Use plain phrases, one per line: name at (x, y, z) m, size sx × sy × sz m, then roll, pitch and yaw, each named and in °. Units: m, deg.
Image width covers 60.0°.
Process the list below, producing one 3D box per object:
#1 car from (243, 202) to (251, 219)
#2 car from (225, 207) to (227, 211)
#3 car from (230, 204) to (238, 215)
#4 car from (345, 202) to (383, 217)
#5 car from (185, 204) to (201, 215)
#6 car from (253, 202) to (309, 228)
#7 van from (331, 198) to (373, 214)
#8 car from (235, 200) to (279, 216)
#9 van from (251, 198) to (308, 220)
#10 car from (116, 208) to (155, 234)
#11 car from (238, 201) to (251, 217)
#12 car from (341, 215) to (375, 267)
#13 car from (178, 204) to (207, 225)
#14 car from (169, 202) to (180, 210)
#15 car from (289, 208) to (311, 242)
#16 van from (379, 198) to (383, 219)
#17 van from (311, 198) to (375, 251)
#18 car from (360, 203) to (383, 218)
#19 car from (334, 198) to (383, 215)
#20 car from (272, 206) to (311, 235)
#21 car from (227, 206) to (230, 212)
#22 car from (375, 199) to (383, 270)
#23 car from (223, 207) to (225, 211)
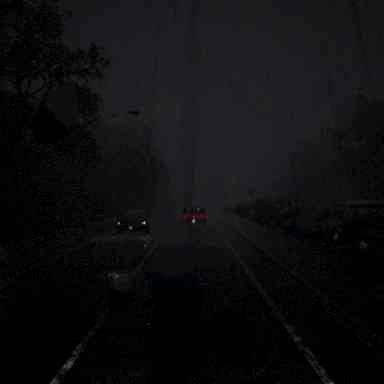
car at (7.108, 1.815, 28.680) m, size 4.674 × 1.452 × 2.002 m, roll 0°, pitch -1°, yaw 0°
car at (7.137, 2.007, 42.551) m, size 4.892 × 1.521 × 2.231 m, roll 0°, pitch -1°, yaw 0°
car at (7.088, 1.606, 34.236) m, size 5.566 × 2.045 × 2.435 m, roll 0°, pitch -1°, yaw 0°
car at (20.016, 1.892, 36.765) m, size 5.366 × 1.575 × 1.946 m, roll 0°, pitch -1°, yaw 0°
car at (0.148, 2.135, 42.031) m, size 1.895 × 1.301 × 4.718 m, roll 0°, pitch -1°, yaw 0°
car at (7.101, 1.692, 23.129) m, size 5.008 × 1.535 × 2.097 m, roll 0°, pitch -1°, yaw 0°
van at (20.329, 1.777, 42.428) m, size 4.442 × 1.987 × 1.878 m, roll 0°, pitch -1°, yaw 0°
car at (7.153, 1.775, 37.006) m, size 4.553 × 1.767 × 2.185 m, roll 0°, pitch -1°, yaw 0°
van at (7.217, 1.507, 25.908) m, size 4.442 × 1.987 × 1.878 m, roll 0°, pitch -1°, yaw 0°
car at (-3.330, 1.696, 20.367) m, size 1.812 × 1.442 × 4.674 m, roll 0°, pitch -1°, yaw 0°
car at (7.140, 1.845, 31.455) m, size 4.792 × 1.488 × 2.163 m, roll 0°, pitch -1°, yaw 0°
car at (7.098, 1.515, 9.243) m, size 4.792 × 1.488 × 2.163 m, roll 0°, pitch 0°, yaw 0°
car at (0.127, 1.851, 26.126) m, size 1.895 × 1.301 × 4.718 m, roll 0°, pitch -1°, yaw 0°
car at (-3.213, 2.675, 61.897) m, size 1.812 × 1.442 × 4.674 m, roll 0°, pitch -2°, yaw 1°
car at (7.082, 1.608, 14.801) m, size 4.674 × 1.452 × 2.002 m, roll 0°, pitch -1°, yaw 0°
van at (20.307, 1.585, 31.231) m, size 4.442 × 1.987 × 1.878 m, roll 0°, pitch -1°, yaw 0°
van at (6.958, 1.301, 12.029) m, size 4.442 × 1.987 × 1.878 m, roll 0°, pitch -1°, yaw 0°
car at (20.189, 1.853, 33.998) m, size 4.892 × 1.521 × 2.231 m, roll 0°, pitch -1°, yaw 0°
car at (20.234, 1.691, 39.537) m, size 5.566 × 2.045 × 2.435 m, roll 0°, pitch -1°, yaw 0°
car at (7.055, 1.639, 17.578) m, size 4.792 × 1.488 × 2.163 m, roll 0°, pitch -1°, yaw 0°
car at (7.133, 1.949, 39.780) m, size 5.008 × 1.535 × 2.097 m, roll 0°, pitch -1°, yaw 0°
car at (7.092, 1.209, 6.493) m, size 5.566 × 2.045 × 2.435 m, roll 0°, pitch 0°, yaw 0°
car at (6.952, 2.068, 45.320) m, size 5.366 × 1.575 × 1.946 m, roll 0°, pitch -1°, yaw 0°
